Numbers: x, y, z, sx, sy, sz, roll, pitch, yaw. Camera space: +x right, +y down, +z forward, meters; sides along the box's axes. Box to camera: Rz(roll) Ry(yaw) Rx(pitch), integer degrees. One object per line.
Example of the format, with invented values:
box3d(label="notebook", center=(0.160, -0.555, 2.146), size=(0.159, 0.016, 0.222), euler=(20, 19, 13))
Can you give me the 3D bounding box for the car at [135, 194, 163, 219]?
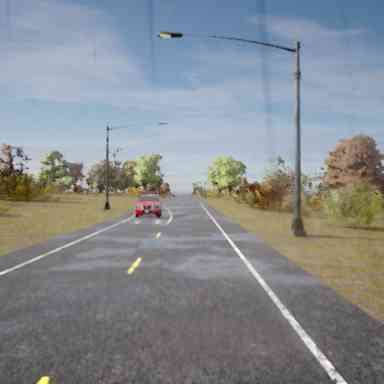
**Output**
box3d(label="car", center=(-3.806, 1.238, 29.978), size=(2.150, 2.045, 5.566), euler=(0, 0, -3))
